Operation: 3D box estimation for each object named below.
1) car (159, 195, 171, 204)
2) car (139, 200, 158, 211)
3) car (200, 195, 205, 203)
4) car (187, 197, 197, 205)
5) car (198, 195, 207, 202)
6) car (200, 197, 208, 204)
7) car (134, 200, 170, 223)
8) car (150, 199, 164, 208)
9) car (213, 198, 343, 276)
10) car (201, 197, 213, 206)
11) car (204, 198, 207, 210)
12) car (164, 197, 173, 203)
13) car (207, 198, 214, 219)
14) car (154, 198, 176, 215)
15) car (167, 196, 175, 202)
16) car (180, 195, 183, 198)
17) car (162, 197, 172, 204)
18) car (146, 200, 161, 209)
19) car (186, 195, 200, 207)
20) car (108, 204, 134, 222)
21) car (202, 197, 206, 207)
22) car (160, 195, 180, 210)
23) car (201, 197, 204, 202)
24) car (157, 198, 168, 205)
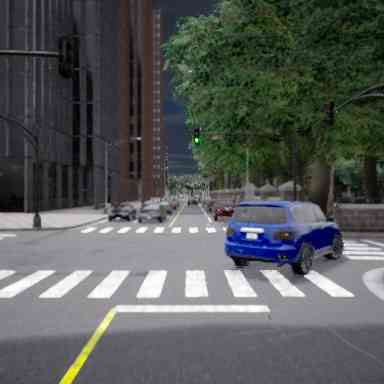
[{"bbox_3d":[-5.789,1.672,71.749,2.192,1.841,5.009,0,0,0],"label":"car"},{"bbox_3d":[-5.779,1.763,44.463,2.008,1.369,4.403,0,0,0],"label":"car"},{"bbox_3d":[2.742,1.711,55.387,1.967,1.590,4.097,0,0,0],"label":"car"},{"bbox_3d":[-0.025,1.852,68.681,2.128,1.511,4.902,0,0,0],"label":"car"},{"bbox_3d":[2.730,1.765,88.127,2.192,1.841,5.009,0,0,0],"label":"car"},{"bbox_3d":[2.734,1.913,77.383,1.752,1.417,4.829,0,0,0],"label":"car"},{"bbox_3d":[-3.148,1.648,26.994,1.812,1.442,4.674,0,0,1],"label":"car"},{"bbox_3d":[-5.783,1.852,55.377,1.802,1.307,4.206,0,0,0],"label":"car"},{"bbox_3d":[3.216,1.325,10.972,2.150,2.045,5.566,-1,-2,37],"label":"car"},{"bbox_3d":[2.740,1.739,60.844,1.967,1.590,4.097,0,0,0],"label":"car"},{"bbox_3d":[2.748,1.750,39.017,1.947,1.339,4.313,0,0,0],"label":"car"},{"bbox_3d":[-5.793,1.962,82.662,1.887,1.381,4.507,0,0,0],"label":"car"},{"bbox_3d":[2.752,1.443,28.106,2.192,1.841,5.009,0,0,0],"label":"car"},{"bbox_3d":[-3.111,1.695,36.145,1.812,1.442,4.674,0,0,0],"label":"car"},{"bbox_3d":[-5.797,1.921,93.577,1.967,1.590,4.097,0,0,0],"label":"car"},{"bbox_3d":[-3.053,1.767,56.273,2.128,1.511,4.902,0,0,0],"label":"car"},{"bbox_3d":[-5.791,1.931,77.205,1.887,1.381,4.507,0,0,0],"label":"car"},{"bbox_3d":[-5.781,1.823,49.920,1.802,1.307,4.206,0,0,0],"label":"car"},{"bbox_3d":[0.078,1.790,58.288,1.837,1.490,4.892,0,0,0],"label":"car"},{"bbox_3d":[-5.773,1.693,28.093,1.947,1.339,4.313,0,0,0],"label":"car"},{"bbox_3d":[2.746,1.764,44.474,2.008,1.369,4.403,0,0,0],"label":"car"},{"bbox_3d":[-3.101,1.572,45.881,2.097,1.767,4.553,0,0,0],"label":"car"},{"bbox_3d":[2.744,1.793,49.931,2.008,1.369,4.403,0,0,0],"label":"car"},{"bbox_3d":[-5.787,1.910,66.291,1.802,1.307,4.206,0,0,0],"label":"car"}]
